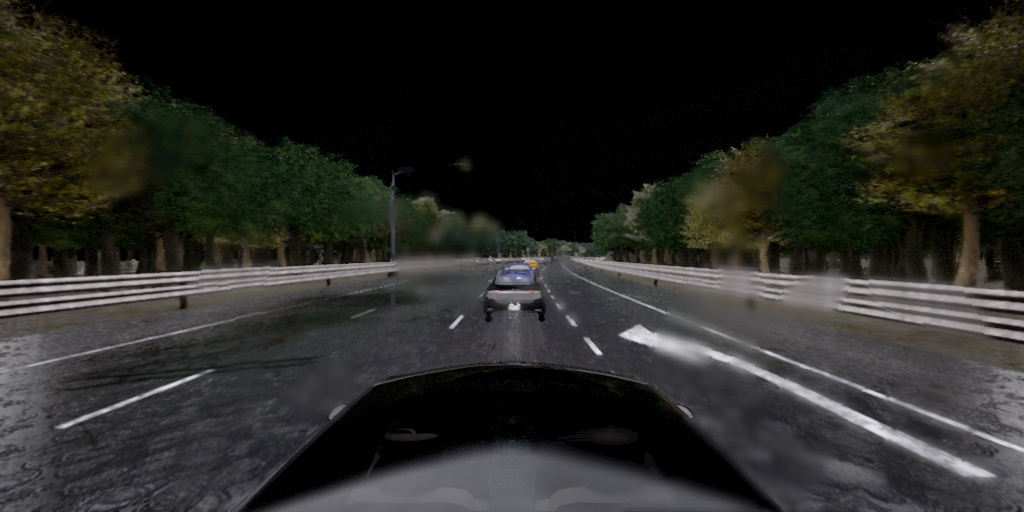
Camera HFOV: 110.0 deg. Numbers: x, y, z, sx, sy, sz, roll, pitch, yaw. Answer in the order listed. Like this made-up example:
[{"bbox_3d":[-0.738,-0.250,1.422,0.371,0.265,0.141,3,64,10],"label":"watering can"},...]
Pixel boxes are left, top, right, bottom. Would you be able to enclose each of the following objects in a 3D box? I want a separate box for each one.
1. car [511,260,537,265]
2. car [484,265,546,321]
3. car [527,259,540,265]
[{"bbox_3d":[0.576,1.225,24.771,1.882,1.535,5.008,0,0,3],"label":"car"},{"bbox_3d":[0.136,1.232,12.439,2.128,1.511,4.902,0,0,1],"label":"car"},{"bbox_3d":[2.721,1.204,52.191,1.882,1.535,5.008,0,0,6],"label":"car"}]
